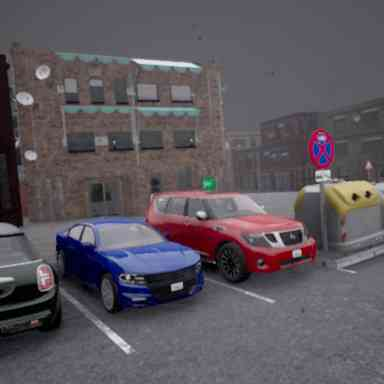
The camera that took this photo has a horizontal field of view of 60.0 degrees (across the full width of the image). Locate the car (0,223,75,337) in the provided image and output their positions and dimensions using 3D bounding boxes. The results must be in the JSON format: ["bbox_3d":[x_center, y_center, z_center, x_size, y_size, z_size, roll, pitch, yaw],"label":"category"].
[{"bbox_3d":[-4.004,1.352,6.111,2.185,1.767,4.553,-2,1,-36],"label":"car"}]

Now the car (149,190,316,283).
[{"bbox_3d":[0.662,0.995,9.494,2.435,2.045,5.566,-3,2,-36],"label":"car"}]

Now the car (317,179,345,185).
[{"bbox_3d":[14.880,-0.624,36.426,2.097,1.767,4.553,-6,1,-22],"label":"car"}]

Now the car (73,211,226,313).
[{"bbox_3d":[-1.731,1.376,7.801,2.097,1.535,5.008,-3,1,-36],"label":"car"}]
